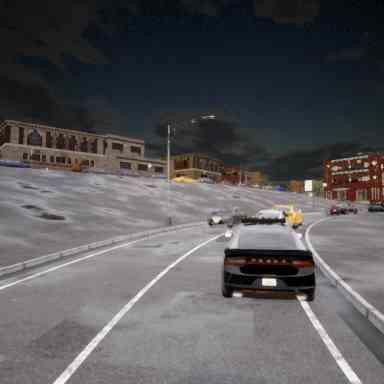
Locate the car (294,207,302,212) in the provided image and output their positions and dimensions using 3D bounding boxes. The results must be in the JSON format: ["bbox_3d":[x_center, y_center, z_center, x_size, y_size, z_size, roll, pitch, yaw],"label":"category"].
[{"bbox_3d":[6.433,1.663,23.046,1.882,1.535,5.008,-2,-2,25],"label":"car"}]

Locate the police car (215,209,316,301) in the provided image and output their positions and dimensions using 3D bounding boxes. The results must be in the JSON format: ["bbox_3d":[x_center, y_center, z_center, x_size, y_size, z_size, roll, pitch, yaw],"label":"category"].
[{"bbox_3d":[1.854,1.457,8.623,1.930,1.638,5.238,-1,0,10],"label":"police car"}]

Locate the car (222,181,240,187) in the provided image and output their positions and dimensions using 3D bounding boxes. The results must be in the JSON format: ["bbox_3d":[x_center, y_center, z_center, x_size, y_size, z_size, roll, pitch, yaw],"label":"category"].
[{"bbox_3d":[6.834,-1.391,67.078,4.792,1.488,2.163,4,-6,-45],"label":"car"}]

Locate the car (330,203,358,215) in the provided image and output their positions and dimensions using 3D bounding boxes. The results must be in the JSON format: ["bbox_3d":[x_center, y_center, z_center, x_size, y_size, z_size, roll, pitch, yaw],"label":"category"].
[{"bbox_3d":[18.840,2.075,41.350,4.674,1.442,1.812,1,-4,-40],"label":"car"}]

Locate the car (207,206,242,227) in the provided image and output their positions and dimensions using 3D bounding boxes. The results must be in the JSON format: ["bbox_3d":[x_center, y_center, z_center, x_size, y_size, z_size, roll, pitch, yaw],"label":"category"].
[{"bbox_3d":[2.772,1.818,25.505,2.128,1.511,4.902,-2,-2,26],"label":"car"}]

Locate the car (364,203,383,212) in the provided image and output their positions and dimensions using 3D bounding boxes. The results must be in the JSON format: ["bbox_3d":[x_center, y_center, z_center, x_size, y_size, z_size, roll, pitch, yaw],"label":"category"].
[{"bbox_3d":[31.051,2.625,55.994,4.892,1.490,1.837,2,-4,-39],"label":"car"}]

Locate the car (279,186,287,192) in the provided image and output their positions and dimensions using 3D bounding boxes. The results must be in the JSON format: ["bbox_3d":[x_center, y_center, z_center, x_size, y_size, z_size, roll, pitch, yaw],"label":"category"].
[{"bbox_3d":[21.733,-0.427,83.486,2.435,2.045,5.566,-3,-6,40],"label":"car"}]

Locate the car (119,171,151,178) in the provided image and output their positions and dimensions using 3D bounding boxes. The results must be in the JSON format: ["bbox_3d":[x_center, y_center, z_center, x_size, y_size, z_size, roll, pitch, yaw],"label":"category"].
[{"bbox_3d":[-9.518,-2.506,51.894,4.892,1.521,2.231,3,-5,-40],"label":"car"}]

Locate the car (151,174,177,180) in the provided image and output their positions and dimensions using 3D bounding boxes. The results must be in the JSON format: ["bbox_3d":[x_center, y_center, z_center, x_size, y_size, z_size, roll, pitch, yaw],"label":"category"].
[{"bbox_3d":[-5.335,-2.211,55.528,4.674,1.452,2.002,4,-5,-41],"label":"car"}]

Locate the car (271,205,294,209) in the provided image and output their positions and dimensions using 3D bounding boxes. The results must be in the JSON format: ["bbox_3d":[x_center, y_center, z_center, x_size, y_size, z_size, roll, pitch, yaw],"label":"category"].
[{"bbox_3d":[4.256,1.641,17.747,1.812,1.442,4.674,-1,-1,19],"label":"car"}]

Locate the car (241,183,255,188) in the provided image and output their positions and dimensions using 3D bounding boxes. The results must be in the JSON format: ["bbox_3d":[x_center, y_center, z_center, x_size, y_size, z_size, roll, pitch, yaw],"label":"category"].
[{"bbox_3d":[10.671,-1.096,71.035,2.002,1.452,4.674,-4,-6,44],"label":"car"}]

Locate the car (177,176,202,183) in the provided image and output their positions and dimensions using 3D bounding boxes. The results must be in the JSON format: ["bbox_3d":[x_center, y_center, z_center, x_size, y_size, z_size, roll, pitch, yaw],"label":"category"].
[{"bbox_3d":[-1.231,-1.983,59.255,5.008,1.535,2.097,4,-6,-42],"label":"car"}]

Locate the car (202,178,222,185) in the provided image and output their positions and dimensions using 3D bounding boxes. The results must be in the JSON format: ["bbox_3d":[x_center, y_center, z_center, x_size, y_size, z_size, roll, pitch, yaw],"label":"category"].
[{"bbox_3d":[2.775,-1.835,63.058,4.553,1.767,2.185,4,-6,-43],"label":"car"}]

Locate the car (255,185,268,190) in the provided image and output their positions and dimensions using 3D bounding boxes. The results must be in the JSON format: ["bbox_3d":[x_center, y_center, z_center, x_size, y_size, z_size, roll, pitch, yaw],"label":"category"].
[{"bbox_3d":[14.355,-0.848,75.005,2.231,1.521,4.892,-4,-6,43],"label":"car"}]

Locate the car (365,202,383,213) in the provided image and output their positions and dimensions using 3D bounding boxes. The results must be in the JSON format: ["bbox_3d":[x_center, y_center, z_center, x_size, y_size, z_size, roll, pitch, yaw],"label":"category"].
[{"bbox_3d":[27.914,2.255,49.010,4.902,1.511,2.128,2,-4,-39],"label":"car"}]

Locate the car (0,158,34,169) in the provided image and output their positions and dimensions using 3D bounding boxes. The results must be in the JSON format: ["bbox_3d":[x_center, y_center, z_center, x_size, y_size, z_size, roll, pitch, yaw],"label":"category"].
[{"bbox_3d":[-22.141,-3.296,41.357,4.553,1.767,2.185,3,-5,-40],"label":"car"}]

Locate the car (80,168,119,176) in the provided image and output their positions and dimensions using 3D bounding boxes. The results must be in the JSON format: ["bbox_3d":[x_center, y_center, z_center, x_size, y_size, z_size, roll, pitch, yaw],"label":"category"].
[{"bbox_3d":[-13.747,-2.737,48.355,4.892,1.521,2.231,3,-5,-40],"label":"car"}]

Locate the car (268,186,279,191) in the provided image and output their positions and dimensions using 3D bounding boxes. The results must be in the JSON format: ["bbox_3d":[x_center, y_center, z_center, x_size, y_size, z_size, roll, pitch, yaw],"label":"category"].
[{"bbox_3d":[18.091,-0.651,79.222,2.185,1.767,4.553,-4,-6,41],"label":"car"}]
